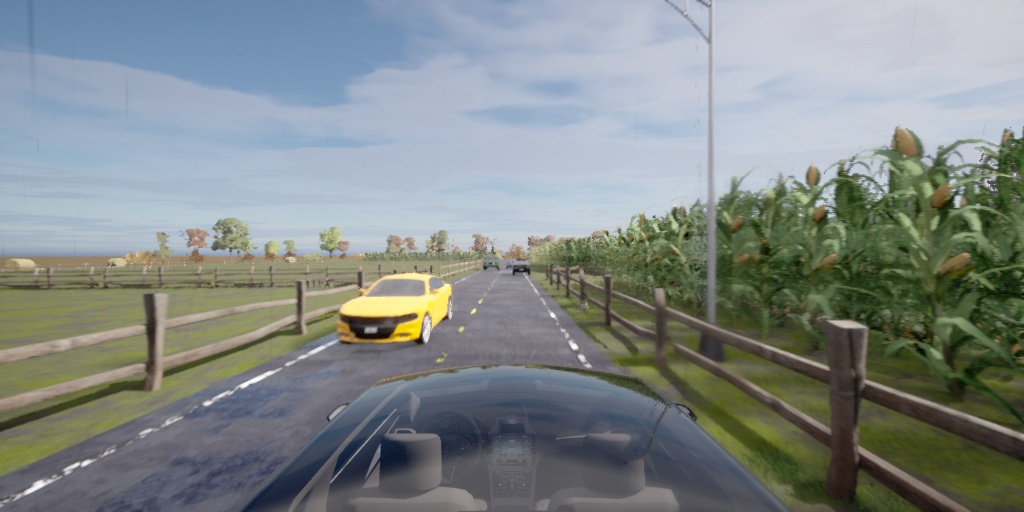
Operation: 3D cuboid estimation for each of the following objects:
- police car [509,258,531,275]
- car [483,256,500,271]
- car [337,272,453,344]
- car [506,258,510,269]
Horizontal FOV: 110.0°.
[{"bbox_3d":[0.960,1.169,38.146,1.930,1.638,5.238,0,0,0],"label":"police car"},{"bbox_3d":[-2.829,0.963,50.062,2.150,2.045,5.566,0,0,0],"label":"car"},{"bbox_3d":[-2.851,1.225,9.738,1.882,1.535,5.008,0,0,0],"label":"car"},{"bbox_3d":[-0.003,1.290,56.155,2.033,1.411,5.357,0,0,0],"label":"car"}]
